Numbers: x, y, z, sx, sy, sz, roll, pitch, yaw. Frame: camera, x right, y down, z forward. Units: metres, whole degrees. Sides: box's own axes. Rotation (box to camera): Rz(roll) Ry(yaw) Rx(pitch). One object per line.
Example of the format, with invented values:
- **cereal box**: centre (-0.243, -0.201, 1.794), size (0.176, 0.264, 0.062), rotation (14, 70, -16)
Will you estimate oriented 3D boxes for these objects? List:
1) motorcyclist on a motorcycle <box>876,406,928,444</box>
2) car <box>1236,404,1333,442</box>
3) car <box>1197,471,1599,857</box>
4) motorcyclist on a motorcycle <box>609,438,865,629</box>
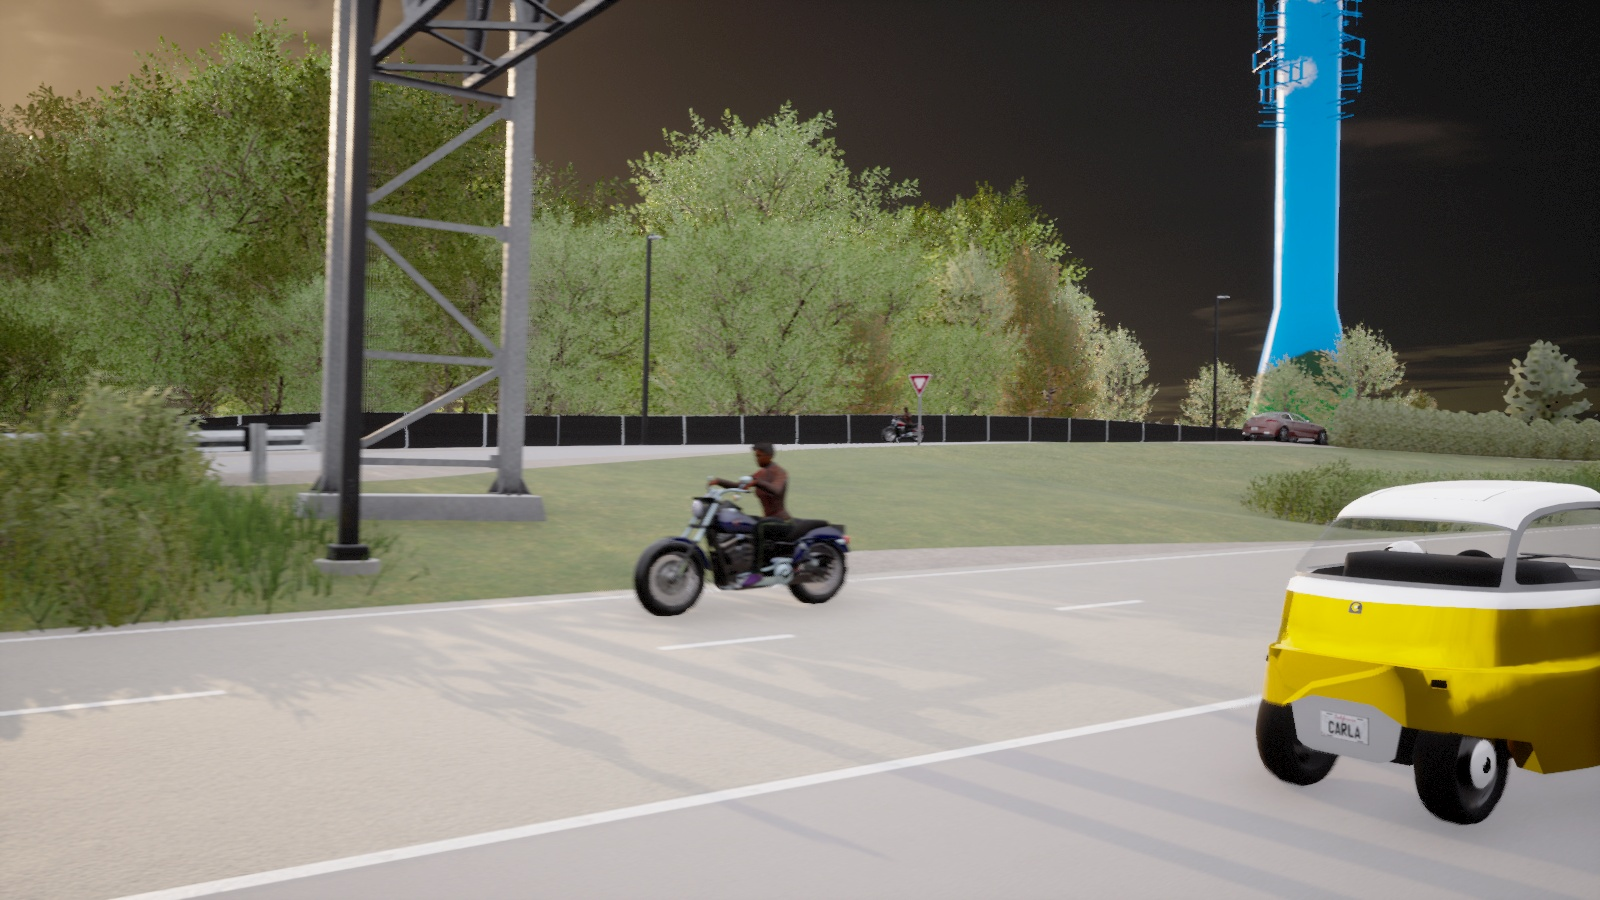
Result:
- **motorcyclist on a motorcycle**: centre (4.506, -1.129, 55.591), size (2.350, 1.649, 0.766), rotation (-2, 1, -37)
- **car**: centre (25.201, -1.367, 65.254), size (5.027, 1.651, 2.152), rotation (3, -2, -33)
- **car**: centre (3.181, 0.809, 5.872), size (2.207, 1.376, 1.481), rotation (0, 0, -35)
- **motorcyclist on a motorcycle**: centre (-0.559, 0.714, 11.798), size (2.350, 1.649, 0.766), rotation (0, 0, -35)
